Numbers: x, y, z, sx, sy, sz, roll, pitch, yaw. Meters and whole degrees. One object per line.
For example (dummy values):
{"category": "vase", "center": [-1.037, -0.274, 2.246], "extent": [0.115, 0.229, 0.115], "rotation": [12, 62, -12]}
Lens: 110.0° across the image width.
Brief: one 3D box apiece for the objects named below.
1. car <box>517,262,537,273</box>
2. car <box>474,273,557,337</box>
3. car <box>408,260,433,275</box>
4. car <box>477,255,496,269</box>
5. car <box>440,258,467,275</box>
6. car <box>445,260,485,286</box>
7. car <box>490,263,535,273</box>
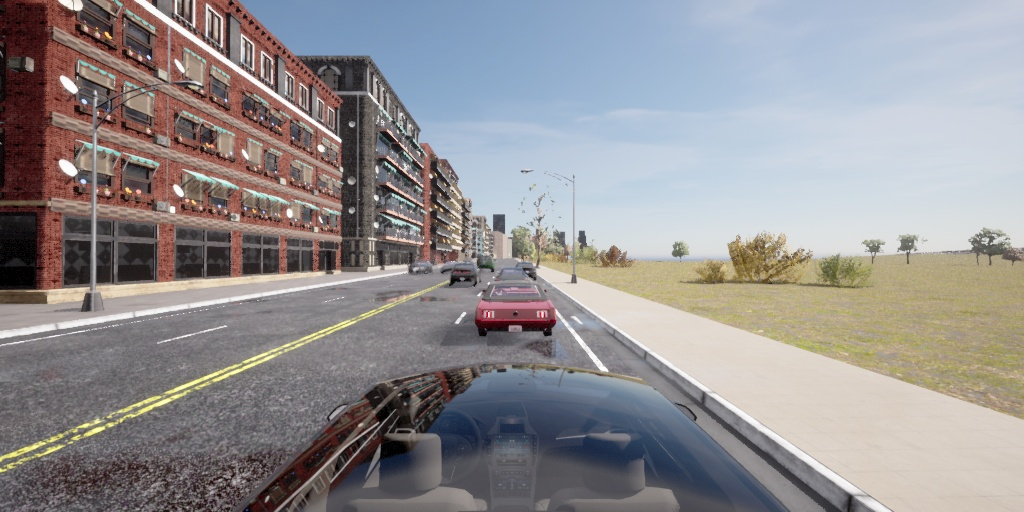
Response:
{"category": "car", "center": [1.054, 1.259, 30.347], "extent": [1.837, 1.490, 4.892], "rotation": [0, 0, 0]}
{"category": "car", "center": [0.076, 1.352, 10.322], "extent": [1.895, 1.301, 4.718], "rotation": [0, 0, 0]}
{"category": "car", "center": [-9.960, 1.245, 39.301], "extent": [2.128, 1.511, 4.902], "rotation": [0, 0, 0]}
{"category": "car", "center": [-3.263, 0.967, 44.651], "extent": [2.150, 2.045, 5.566], "rotation": [0, -1, -1]}
{"category": "car", "center": [-6.713, 1.301, 40.098], "extent": [2.033, 1.411, 5.357], "rotation": [0, 0, 0]}
{"category": "car", "center": [-3.220, 1.256, 25.563], "extent": [1.837, 1.490, 4.892], "rotation": [0, -1, 0]}
{"category": "car", "center": [0.037, 1.317, 20.353], "extent": [1.994, 1.385, 4.181], "rotation": [0, 0, 0]}
